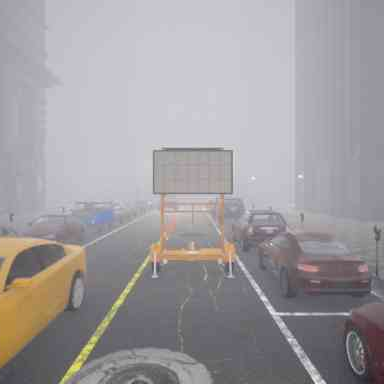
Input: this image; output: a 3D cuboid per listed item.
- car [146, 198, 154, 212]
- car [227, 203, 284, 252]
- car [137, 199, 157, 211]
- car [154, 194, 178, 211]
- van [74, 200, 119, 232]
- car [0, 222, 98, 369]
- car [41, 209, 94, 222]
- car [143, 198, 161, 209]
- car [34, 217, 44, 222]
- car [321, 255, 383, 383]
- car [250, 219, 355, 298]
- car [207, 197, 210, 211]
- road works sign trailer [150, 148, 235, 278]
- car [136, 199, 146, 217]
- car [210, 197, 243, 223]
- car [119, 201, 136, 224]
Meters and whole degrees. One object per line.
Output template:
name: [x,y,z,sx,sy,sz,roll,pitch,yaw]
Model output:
car: [-5.683,1.580,36.439,1.947,1.339,4.313,0,0,0]
car: [2.790,1.441,13.878,1.967,1.590,4.097,0,0,0]
car: [-5.670,1.585,42.076,1.947,1.339,4.313,0,0,0]
car: [-2.898,1.239,40.606,2.150,2.045,5.566,0,0,1]
van: [-5.722,1.344,19.530,1.690,1.788,3.998,0,0,0]
car: [-3.090,1.477,4.868,1.882,1.535,5.008,0,0,0]
car: [-5.734,1.583,13.893,1.802,1.307,4.206,0,0,0]
car: [-5.657,1.575,47.713,2.008,1.369,4.403,0,0,0]
car: [-5.747,1.551,8.256,2.008,1.369,4.403,0,0,0]
car: [2.765,1.582,2.606,1.802,1.307,4.206,0,0,0]
car: [2.778,1.582,8.242,1.802,1.307,4.206,0,0,0]
car: [2.828,1.324,30.786,2.192,1.841,5.009,0,0,0]
road works sign trailer: [0.023,0.465,10.138,2.380,3.560,2.880,0,0,0]
car: [-5.695,1.591,30.803,1.802,1.307,4.206,0,0,0]
car: [2.815,1.321,25.150,2.192,1.841,5.009,0,0,0]
car: [-5.709,1.531,24.996,1.752,1.417,4.829,0,0,0]
